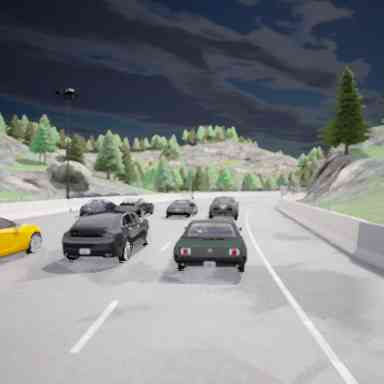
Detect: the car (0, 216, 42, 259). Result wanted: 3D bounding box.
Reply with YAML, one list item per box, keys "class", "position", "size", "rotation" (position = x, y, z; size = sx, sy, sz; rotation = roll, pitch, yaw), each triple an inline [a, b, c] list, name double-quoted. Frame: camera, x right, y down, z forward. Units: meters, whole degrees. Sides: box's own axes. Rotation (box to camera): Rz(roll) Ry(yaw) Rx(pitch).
- class: "car"
  position: [-6.429, 1.371, 9.883]
  size: [1.882, 1.535, 5.008]
  rotation: [0, 1, 5]

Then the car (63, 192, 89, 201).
- class: "car"
  position: [-21.244, 0.863, 61.138]
  size: [1.837, 1.490, 4.892]
  rotation: [0, 1, 18]

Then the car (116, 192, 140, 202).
- class: "car"
  position: [-11.155, 0.872, 58.189]
  size: [1.882, 1.535, 5.008]
  rotation: [0, 1, 18]

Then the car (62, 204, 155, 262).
- class: "car"
  position: [-2.749, 1.382, 11.638]
  size: [1.837, 1.490, 4.892]
  rotation: [0, 1, 5]

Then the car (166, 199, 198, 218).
- class: "car"
  position: [-0.740, 1.285, 27.029]
  size: [1.994, 1.385, 4.181]
  rotation: [0, 1, 10]

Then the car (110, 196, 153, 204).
- class: "car"
  position: [-4.374, 1.216, 26.544]
  size: [2.128, 1.511, 4.902]
  rotation: [0, 1, 10]

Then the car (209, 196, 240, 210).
- class: "car"
  position: [2.518, 1.090, 25.315]
  size: [2.097, 1.767, 4.553]
  rotation: [0, 0, 10]

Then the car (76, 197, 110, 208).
- class: "car"
  position: [-7.680, 1.272, 27.950]
  size: [1.994, 1.385, 4.181]
  rotation: [0, 1, 10]

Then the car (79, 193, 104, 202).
- class: "car"
  position: [-18.004, 0.879, 59.786]
  size: [1.837, 1.490, 4.892]
  rotation: [0, 1, 18]

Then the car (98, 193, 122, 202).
- class: "car"
  position: [-14.475, 0.885, 59.312]
  size: [1.837, 1.490, 4.892]
  rotation: [0, 1, 18]

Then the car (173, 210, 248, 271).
- class: "car"
  position: [0.651, 1.492, 10.490]
  size: [1.895, 1.301, 4.718]
  rotation: [0, 1, 5]
